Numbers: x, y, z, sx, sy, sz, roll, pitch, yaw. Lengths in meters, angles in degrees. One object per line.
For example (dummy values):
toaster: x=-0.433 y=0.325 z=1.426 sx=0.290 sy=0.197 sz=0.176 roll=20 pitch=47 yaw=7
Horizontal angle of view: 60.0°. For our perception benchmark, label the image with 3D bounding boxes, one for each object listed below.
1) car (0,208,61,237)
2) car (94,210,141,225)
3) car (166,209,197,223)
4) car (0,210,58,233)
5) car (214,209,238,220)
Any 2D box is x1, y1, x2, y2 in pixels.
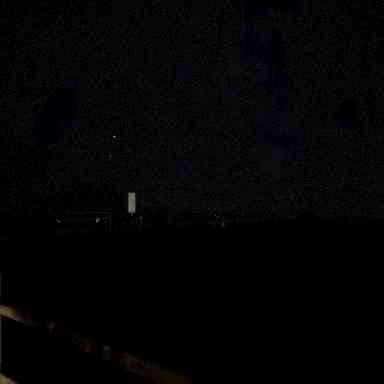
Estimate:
car: x=-10.857 y=1.858 z=21.431 sx=2.097 sy=1.767 sz=4.553 roll=0 pitch=-2 yaw=39
car: x=-7.010 y=2.418 z=31.641 sx=2.128 sy=1.511 sz=4.902 roll=0 pitch=-2 yaw=35
car: x=-1.054 y=2.836 z=39.963 sx=2.128 sy=1.511 sz=4.902 roll=0 pitch=-2 yaw=36
car: x=-12.430 y=2.058 z=23.964 sx=1.837 sy=1.490 sz=4.892 roll=0 pitch=-2 yaw=34
car: x=5.027 y=3.285 z=48.413 sx=1.837 sy=1.490 sz=4.892 roll=0 pitch=-2 yaw=36
